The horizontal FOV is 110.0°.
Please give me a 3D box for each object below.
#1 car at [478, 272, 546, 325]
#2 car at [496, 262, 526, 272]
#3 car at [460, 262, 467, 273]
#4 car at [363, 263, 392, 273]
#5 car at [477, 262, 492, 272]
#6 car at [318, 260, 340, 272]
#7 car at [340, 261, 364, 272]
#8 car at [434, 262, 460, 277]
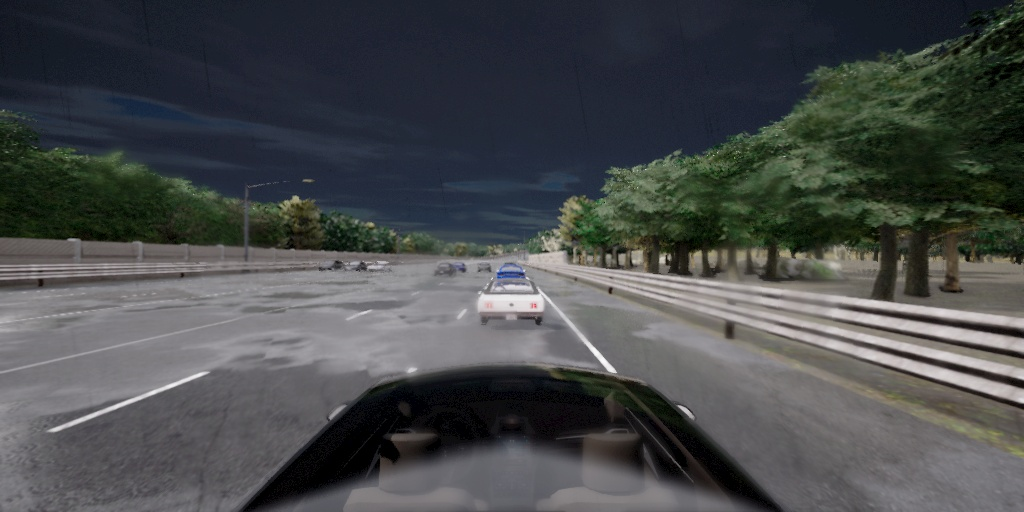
[{"bbox_3d":[-0.009,1.389,12.002,1.895,1.301,4.718,0,0,0],"label":"car"},{"bbox_3d":[-0.069,1.346,24.703,1.882,1.535,5.008,0,0,-1],"label":"car"},{"bbox_3d":[-7.390,1.551,50.174,1.812,1.442,4.674,0,0,-2],"label":"car"},{"bbox_3d":[-18.005,1.553,48.775,1.895,1.301,4.718,0,0,-1],"label":"car"},{"bbox_3d":[-3.918,1.549,51.494,2.128,1.511,4.902,0,0,-1],"label":"car"},{"bbox_3d":[-25.034,1.359,49.766,1.837,1.490,4.892,0,1,-1],"label":"car"},{"bbox_3d":[-21.520,1.464,49.641,1.812,1.442,4.674,0,-1,-1],"label":"car"},{"bbox_3d":[-7.143,1.460,38.683,1.812,1.442,4.674,0,-1,0],"label":"car"}]
